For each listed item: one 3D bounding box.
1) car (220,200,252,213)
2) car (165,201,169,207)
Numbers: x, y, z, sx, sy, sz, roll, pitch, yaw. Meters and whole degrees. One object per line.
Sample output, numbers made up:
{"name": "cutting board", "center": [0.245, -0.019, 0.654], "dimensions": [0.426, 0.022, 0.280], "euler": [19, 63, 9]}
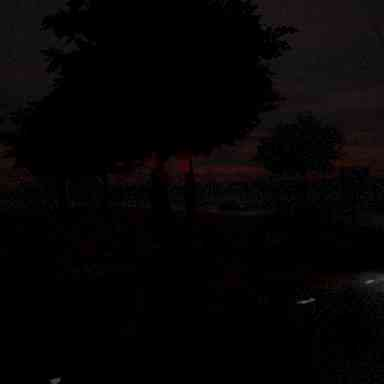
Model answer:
{"name": "car", "center": [5.484, 1.764, 42.268], "dimensions": [1.882, 1.535, 5.008], "euler": [-3, 1, -31]}
{"name": "car", "center": [-5.899, 2.149, 62.167], "dimensions": [1.837, 1.490, 4.892], "euler": [-3, 0, -28]}
